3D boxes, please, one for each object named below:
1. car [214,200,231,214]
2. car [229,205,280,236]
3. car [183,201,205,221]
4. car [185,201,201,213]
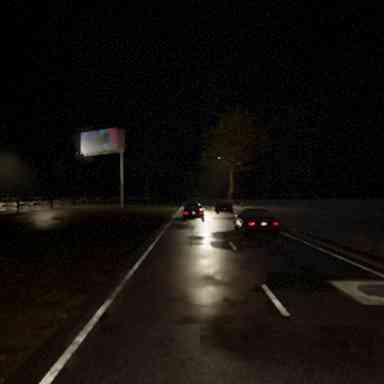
[{"bbox_3d":[3.655,1.735,39.151,1.882,1.535,5.008,0,0,0],"label":"car"},{"bbox_3d":[3.627,1.677,19.239,2.033,1.411,5.357,0,0,0],"label":"car"},{"bbox_3d":[0.139,1.739,28.875,2.033,1.411,5.357,0,0,0],"label":"car"},{"bbox_3d":[0.155,1.840,42.887,1.994,1.385,4.181,0,0,0],"label":"car"}]
